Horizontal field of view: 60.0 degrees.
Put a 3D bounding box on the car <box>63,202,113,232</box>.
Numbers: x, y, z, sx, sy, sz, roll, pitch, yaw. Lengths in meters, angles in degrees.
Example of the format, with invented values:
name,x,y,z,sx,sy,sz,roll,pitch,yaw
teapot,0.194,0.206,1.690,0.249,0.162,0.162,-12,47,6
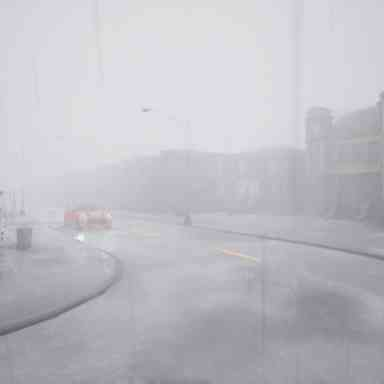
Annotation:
name,x,y,z,sx,sy,sz,roll,pitch,yaw
car,-6.731,1.457,21.340,2.097,1.767,4.553,0,0,-33
